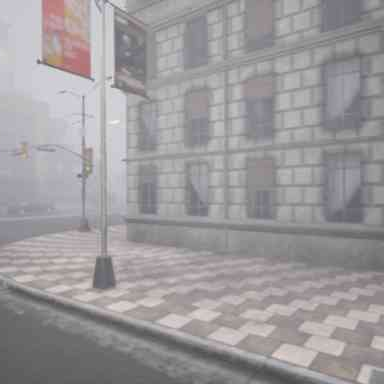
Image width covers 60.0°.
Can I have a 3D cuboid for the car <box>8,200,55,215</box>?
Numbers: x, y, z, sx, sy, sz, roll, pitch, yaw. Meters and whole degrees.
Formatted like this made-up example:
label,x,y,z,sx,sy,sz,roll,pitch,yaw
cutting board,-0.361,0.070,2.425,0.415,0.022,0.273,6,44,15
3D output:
label,x,y,z,sx,sy,sz,roll,pitch,yaw
car,-18.153,1.743,37.762,1.882,1.535,5.008,-1,0,36
